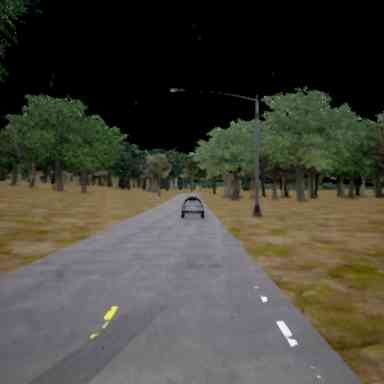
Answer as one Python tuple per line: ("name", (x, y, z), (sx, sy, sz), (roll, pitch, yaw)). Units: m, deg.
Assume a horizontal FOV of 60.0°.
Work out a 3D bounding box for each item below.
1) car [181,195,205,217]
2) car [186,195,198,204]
("car", (0.079, 1.283, 28.992), (2.033, 1.649, 4.856), (0, 0, 1))
("car", (0.060, 1.202, 55.596), (1.837, 1.490, 4.892), (-1, 0, 0))
